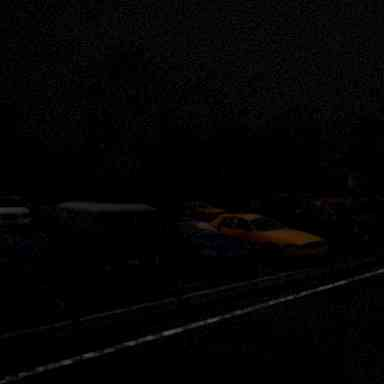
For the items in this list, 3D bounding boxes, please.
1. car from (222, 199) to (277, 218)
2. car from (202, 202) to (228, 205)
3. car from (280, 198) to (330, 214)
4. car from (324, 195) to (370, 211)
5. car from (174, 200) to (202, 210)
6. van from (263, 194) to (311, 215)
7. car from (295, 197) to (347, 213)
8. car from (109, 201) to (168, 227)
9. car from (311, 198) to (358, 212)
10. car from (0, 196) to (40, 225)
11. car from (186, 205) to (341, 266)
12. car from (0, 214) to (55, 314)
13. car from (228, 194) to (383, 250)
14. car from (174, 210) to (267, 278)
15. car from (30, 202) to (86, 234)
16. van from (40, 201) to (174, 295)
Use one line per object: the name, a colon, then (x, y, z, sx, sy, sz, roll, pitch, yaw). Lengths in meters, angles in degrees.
car: (5.106, 1.458, 30.296, 2.163, 1.488, 4.792, 0, 0, -36)
car: (0.681, 1.444, 26.938, 1.946, 1.575, 5.366, 0, 0, -36)
car: (11.862, 1.442, 35.160, 2.002, 1.452, 4.674, 0, 0, -36)
car: (18.615, 1.251, 40.034, 2.185, 1.767, 4.553, 0, 0, -36)
car: (-1.701, 1.485, 25.498, 2.163, 1.488, 4.792, 0, 0, -36)
van: (9.534, 1.185, 33.643, 1.878, 1.987, 4.442, 0, 0, -36)
car: (14.121, 1.393, 36.775, 2.097, 1.535, 5.008, 0, 0, -36)
car: (-3.945, 1.466, 23.865, 2.231, 1.521, 4.892, 0, 0, -36)
car: (16.377, 1.425, 38.392, 2.002, 1.452, 4.674, 0, 0, -36)
car: (-10.698, 1.241, 18.991, 2.435, 2.045, 5.566, 0, 0, -36)
car: (2.203, 1.468, 11.946, 1.946, 1.575, 5.366, 0, 0, -36)
car: (-4.741, 1.498, 7.200, 2.097, 1.535, 5.008, 0, 0, -36)
car: (4.392, 1.211, 13.704, 2.435, 2.045, 5.566, 0, 0, -36)
car: (-0.186, 1.520, 10.468, 2.002, 1.452, 4.674, 0, 0, -36)
car: (-8.460, 1.483, 20.634, 2.097, 1.535, 5.008, 0, 0, -36)
van: (-2.533, 1.263, 8.930, 1.878, 1.987, 4.442, 0, 0, -36)
